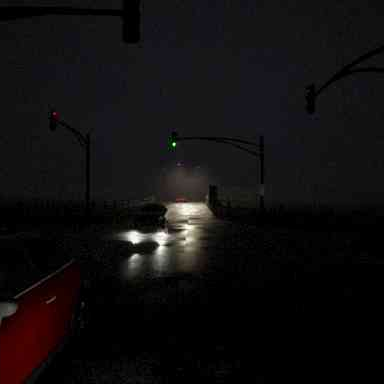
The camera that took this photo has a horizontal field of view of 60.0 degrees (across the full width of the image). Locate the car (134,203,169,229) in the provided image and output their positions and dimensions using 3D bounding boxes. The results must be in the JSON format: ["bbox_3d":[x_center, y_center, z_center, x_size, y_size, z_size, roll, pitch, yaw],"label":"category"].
[{"bbox_3d":[-2.571,1.481,21.962,1.882,1.535,5.008,0,0,0],"label":"car"}]

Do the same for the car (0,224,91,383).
[{"bbox_3d":[-2.689,1.353,3.473,2.097,1.767,4.553,0,0,0],"label":"car"}]

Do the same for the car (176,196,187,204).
[{"bbox_3d":[-2.081,1.489,64.029,1.812,1.442,4.674,0,0,1],"label":"car"}]
